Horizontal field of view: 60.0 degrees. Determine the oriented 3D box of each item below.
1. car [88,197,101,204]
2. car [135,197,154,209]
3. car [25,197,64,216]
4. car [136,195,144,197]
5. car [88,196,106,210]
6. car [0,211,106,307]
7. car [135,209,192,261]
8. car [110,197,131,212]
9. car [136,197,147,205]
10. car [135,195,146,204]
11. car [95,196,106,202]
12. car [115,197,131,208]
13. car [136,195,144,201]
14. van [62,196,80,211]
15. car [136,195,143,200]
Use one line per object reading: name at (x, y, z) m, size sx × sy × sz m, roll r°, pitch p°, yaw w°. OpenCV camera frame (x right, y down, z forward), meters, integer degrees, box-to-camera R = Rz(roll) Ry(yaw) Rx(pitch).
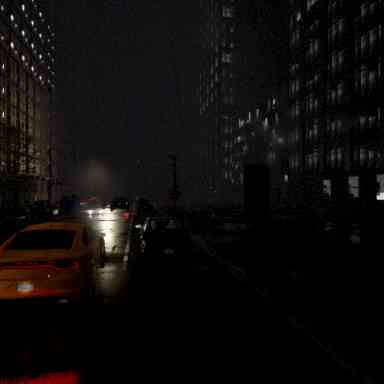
car at (-17.854, 1.515, 60.808) m, size 1.802 × 1.307 × 4.206 m, roll 0°, pitch 0°, yaw -10°
car at (-4.919, 1.545, 34.370) m, size 1.947 × 1.339 × 4.313 m, roll 0°, pitch 0°, yaw -10°
car at (-12.253, 1.405, 27.426) m, size 1.967 × 1.590 × 4.097 m, roll 0°, pitch 0°, yaw -10°
car at (-7.721, 1.530, 51.064) m, size 1.947 × 1.339 × 4.313 m, roll 0°, pitch 0°, yaw -10°
car at (-12.017, 1.522, 42.330) m, size 1.994 × 1.385 × 4.181 m, roll 0°, pitch 0°, yaw -10°
car at (-3.227, 1.470, 8.081) m, size 1.882 × 1.535 × 5.008 m, roll 0°, pitch 0°, yaw -10°
car at (-1.057, 1.547, 12.134) m, size 2.008 × 1.369 × 4.403 m, roll 0°, pitch 0°, yaw -10°
car at (-8.322, 1.321, 38.770) m, size 2.097 × 1.767 × 4.553 m, roll 0°, pitch 0°, yaw -9°
car at (-8.655, 1.540, 56.629) m, size 1.802 × 1.307 × 4.206 m, roll 0°, pitch 0°, yaw -10°
car at (-9.590, 1.393, 62.193) m, size 1.967 × 1.590 × 4.097 m, roll 0°, pitch 0°, yaw -10°
car at (-19.722, 1.488, 71.934) m, size 1.947 × 1.339 × 4.313 m, roll 0°, pitch 0°, yaw -10°
car at (-10.033, 1.507, 48.634) m, size 2.033 × 1.411 × 5.357 m, roll 0°, pitch 0°, yaw -9°
car at (-12.391, 1.501, 78.889) m, size 1.947 × 1.339 × 4.313 m, roll 0°, pitch 0°, yaw -10°
van at (-14.122, 1.296, 38.553) m, size 1.690 × 1.788 × 3.998 m, roll 0°, pitch 0°, yaw -10°
car at (-14.259, 1.468, 90.018) m, size 1.887 × 1.381 × 4.507 m, roll 0°, pitch 0°, yaw -10°
